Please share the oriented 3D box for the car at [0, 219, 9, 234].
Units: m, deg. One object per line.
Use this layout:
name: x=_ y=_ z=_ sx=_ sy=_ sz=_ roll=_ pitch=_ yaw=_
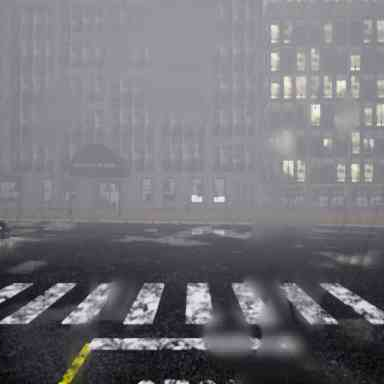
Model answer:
car: x=-10.909 y=1.415 z=15.480 sx=4.181 sy=1.385 sz=1.994 roll=2 pitch=0 yaw=1
